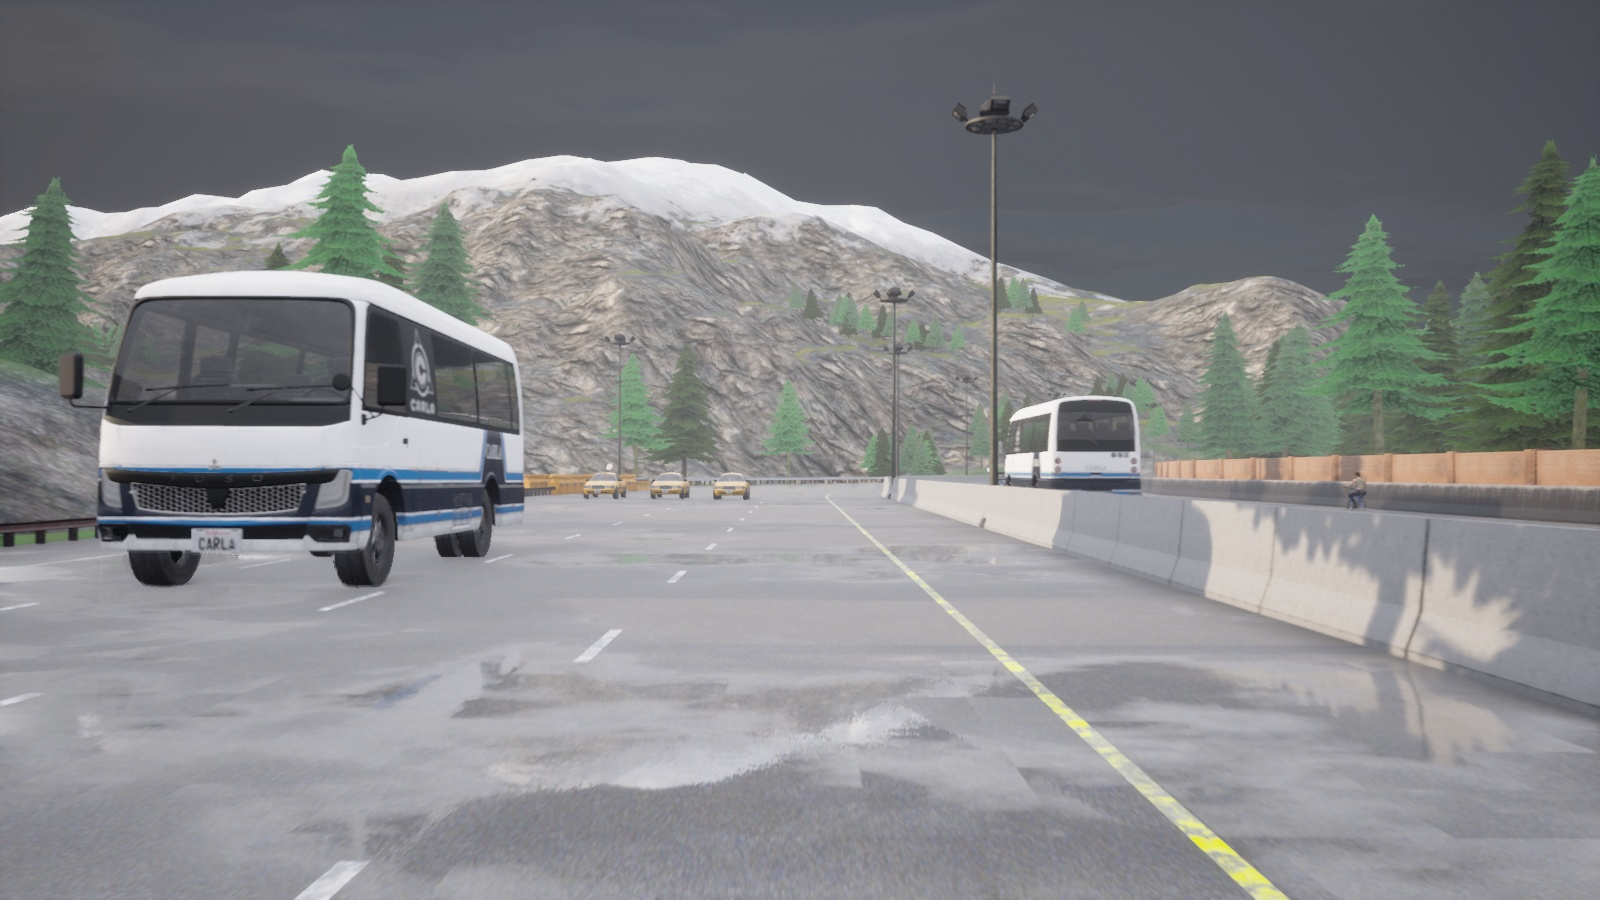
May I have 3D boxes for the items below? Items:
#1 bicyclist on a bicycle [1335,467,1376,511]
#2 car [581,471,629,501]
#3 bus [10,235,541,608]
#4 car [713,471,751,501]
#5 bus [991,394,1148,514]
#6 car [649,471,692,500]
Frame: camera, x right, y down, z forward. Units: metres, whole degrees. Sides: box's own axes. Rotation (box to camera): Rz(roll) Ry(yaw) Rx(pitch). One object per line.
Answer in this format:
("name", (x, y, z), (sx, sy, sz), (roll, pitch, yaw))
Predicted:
("bicyclist on a bicycle", (20.890, 1.459, 47.257), (0.866, 1.612, 1.509), (0, -1, 0))
("car", (-10.667, 1.954, 69.157), (1.801, 1.575, 5.366), (0, -1, 0))
("bus", (-7.053, -0.207, 19.507), (3.944, 4.253, 10.273), (0, -1, 0))
("car", (-3.666, 1.911, 68.268), (1.801, 1.575, 5.366), (0, -1, 0))
("bus", (10.374, 0.230, 49.792), (3.944, 4.253, 10.273), (0, -1, 0))
("car", (-7.167, 1.953, 69.916), (1.801, 1.575, 5.366), (0, -1, 0))
